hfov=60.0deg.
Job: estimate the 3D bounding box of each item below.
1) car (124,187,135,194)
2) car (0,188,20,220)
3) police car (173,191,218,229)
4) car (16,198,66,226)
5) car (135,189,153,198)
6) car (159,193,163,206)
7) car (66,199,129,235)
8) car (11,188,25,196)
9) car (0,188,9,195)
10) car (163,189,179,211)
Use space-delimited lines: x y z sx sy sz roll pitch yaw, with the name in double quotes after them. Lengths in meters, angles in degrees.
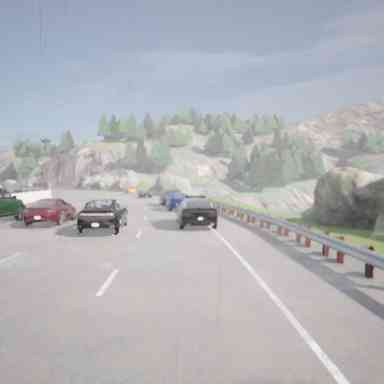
-13.146 -0.390 70.379 1.882 1.535 5.008 -1 1 -23 "car"
-11.492 0.776 18.826 2.150 2.045 5.566 0 1 -6 "car"
0.161 0.986 18.132 1.930 1.638 5.238 0 1 -5 "police car"
-8.035 1.072 19.043 1.812 1.442 4.674 0 1 -6 "car"
-7.618 0.312 53.806 1.895 1.301 4.718 0 1 -16 "car"
-2.260 0.502 35.306 2.097 1.767 4.553 0 1 -11 "car"
-4.246 1.100 16.285 2.128 1.511 4.902 0 1 -5 "car"
-33.579 0.020 64.359 1.994 1.385 4.181 -1 1 -21 "car"
-39.598 -0.108 69.584 1.994 1.385 4.181 -1 1 -23 "car"
-1.171 0.782 28.871 1.882 1.535 5.008 0 1 -9 "car"
